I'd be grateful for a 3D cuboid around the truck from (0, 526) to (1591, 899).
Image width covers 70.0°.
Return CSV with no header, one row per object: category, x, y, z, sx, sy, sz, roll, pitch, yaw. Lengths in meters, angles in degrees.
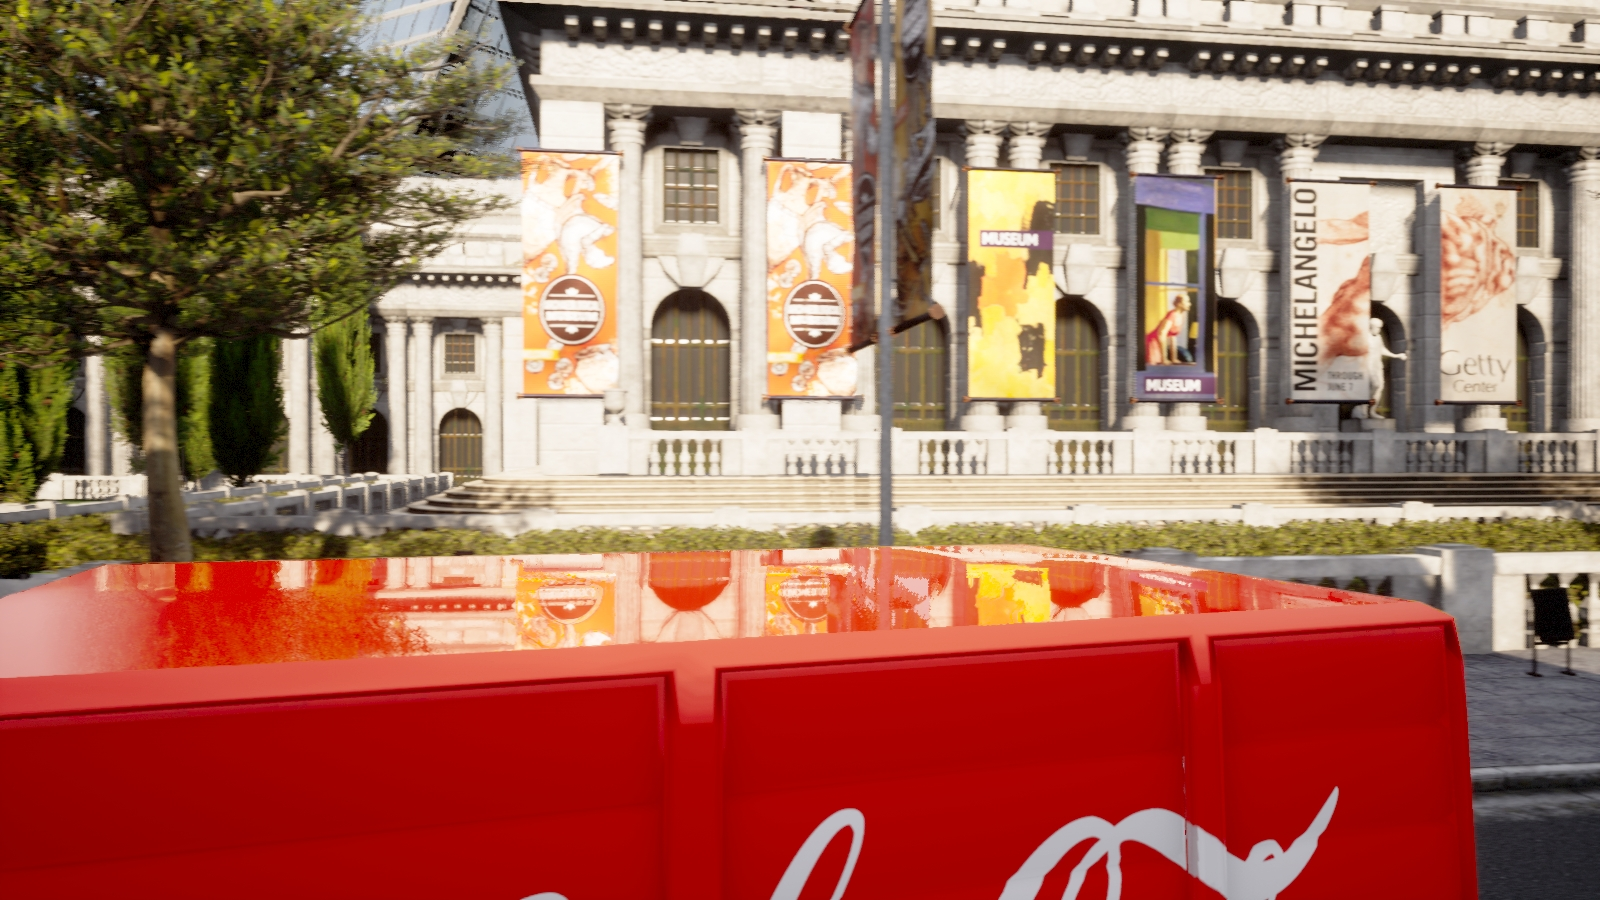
truck,-1.156,1.566,2.857,5.204,2.467,2.627,0,0,-20
